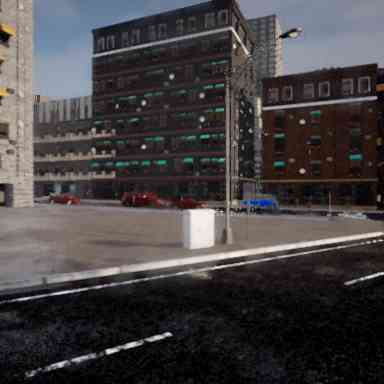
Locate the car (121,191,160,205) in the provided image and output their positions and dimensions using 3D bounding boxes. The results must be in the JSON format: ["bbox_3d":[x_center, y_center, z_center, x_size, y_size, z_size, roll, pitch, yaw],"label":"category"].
[{"bbox_3d":[-7.232,0.810,47.039,5.009,1.841,2.192,1,-1,23],"label":"car"}]

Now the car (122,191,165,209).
[{"bbox_3d":[-5.472,0.919,37.154,5.009,1.841,2.192,1,-1,23],"label":"car"}]

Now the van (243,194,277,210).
[{"bbox_3d":[8.281,1.169,40.349,3.998,1.788,1.690,1,-1,23],"label":"van"}]

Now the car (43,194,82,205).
[{"bbox_3d":[-15.826,0.924,41.614,4.507,1.381,1.887,1,-1,23],"label":"car"}]

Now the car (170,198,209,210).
[{"bbox_3d":[-0.308,1.297,34.921,4.206,1.307,1.802,1,-1,23],"label":"car"}]
